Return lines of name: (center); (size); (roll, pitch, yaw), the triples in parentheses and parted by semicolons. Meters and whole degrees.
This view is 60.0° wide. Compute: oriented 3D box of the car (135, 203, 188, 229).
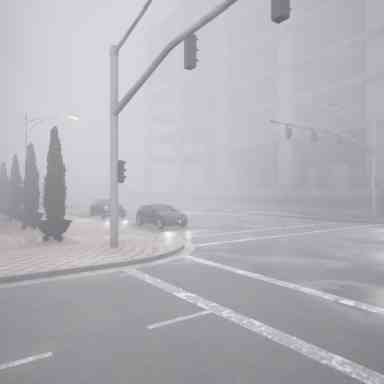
car: (-2.132, 1.560, 22.296); (1.837, 1.490, 4.892); (0, 0, -35)

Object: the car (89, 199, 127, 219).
car: (-7.669, 1.408, 30.221); (2.097, 1.767, 4.553); (0, 0, -35)
